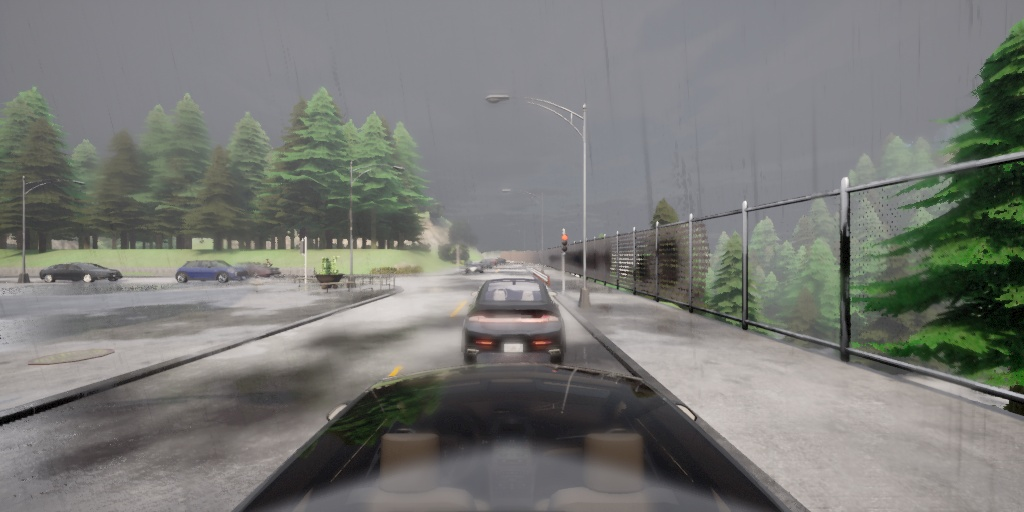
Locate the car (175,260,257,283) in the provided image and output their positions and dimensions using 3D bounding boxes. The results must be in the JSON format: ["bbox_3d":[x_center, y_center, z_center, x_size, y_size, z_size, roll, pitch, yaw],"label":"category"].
[{"bbox_3d":[-22.531,1.102,27.173,4.553,1.767,2.097,0,0,0],"label":"car"}]

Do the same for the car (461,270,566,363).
[{"bbox_3d":[0.047,1.241,8.092,2.128,1.511,4.902,0,0,1],"label":"car"}]

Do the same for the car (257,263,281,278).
[{"bbox_3d":[-23.322,1.297,31.377,5.357,1.411,2.033,0,0,0],"label":"car"}]

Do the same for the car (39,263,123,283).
[{"bbox_3d":[-32.588,1.255,27.182,4.892,1.490,1.837,0,0,0],"label":"car"}]

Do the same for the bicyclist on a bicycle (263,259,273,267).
[{"bbox_3d":[-24.155,1.099,35.572,0.582,1.620,1.656,0,0,0],"label":"bicyclist on a bicycle"}]

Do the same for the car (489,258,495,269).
[{"bbox_3d":[-4.089,1.254,55.527,1.837,1.490,4.892,0,0,0],"label":"car"}]

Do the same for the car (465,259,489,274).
[{"bbox_3d":[-4.099,1.241,40.082,2.128,1.511,4.902,0,0,0],"label":"car"}]
